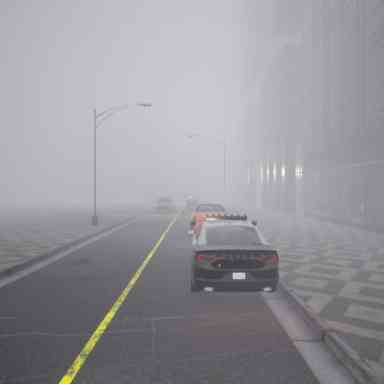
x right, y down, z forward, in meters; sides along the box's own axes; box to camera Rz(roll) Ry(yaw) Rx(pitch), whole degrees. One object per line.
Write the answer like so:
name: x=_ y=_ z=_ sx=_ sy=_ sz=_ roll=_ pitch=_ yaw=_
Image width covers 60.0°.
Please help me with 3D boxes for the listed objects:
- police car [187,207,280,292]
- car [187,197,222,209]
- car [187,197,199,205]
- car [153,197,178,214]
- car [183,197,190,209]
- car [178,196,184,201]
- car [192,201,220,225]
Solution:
police car: x=0.917 y=1.427 z=9.045 sx=1.930 sy=1.638 sz=5.238 roll=0 pitch=0 yaw=0
car: x=0.938 y=1.361 z=18.906 sx=2.097 sy=1.767 sz=4.553 roll=0 pitch=0 yaw=0
car: x=0.131 y=1.601 z=60.397 sx=2.128 sy=1.511 sz=4.902 roll=0 pitch=0 yaw=0
car: x=-3.021 y=1.391 z=36.520 sx=2.097 sy=1.767 sz=4.553 roll=0 pitch=0 yaw=0
car: x=0.113 y=1.667 z=46.539 sx=1.895 sy=1.301 sz=4.718 roll=0 pitch=0 yaw=1
car: x=-2.809 y=1.690 z=86.584 sx=2.128 sy=1.511 sz=4.902 roll=0 pitch=0 yaw=0
car: x=0.953 y=1.496 z=24.936 sx=1.882 sy=1.535 sz=5.008 roll=0 pitch=0 yaw=0
